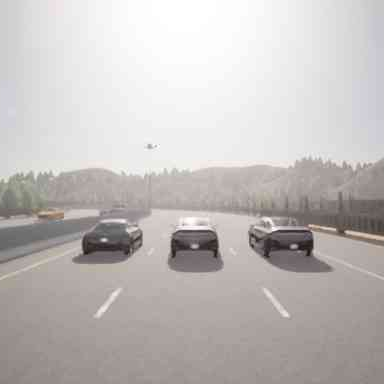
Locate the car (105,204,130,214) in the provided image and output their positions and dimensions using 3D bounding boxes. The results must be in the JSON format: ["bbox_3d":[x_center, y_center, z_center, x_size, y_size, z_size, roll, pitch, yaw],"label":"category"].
[{"bbox_3d":[-10.599,2.713,48.970,2.150,2.045,5.566,0,-2,0],"label":"car"}]

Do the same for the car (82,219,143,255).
[{"bbox_3d":[-3.398,1.891,14.881,1.994,1.385,4.181,0,-2,0],"label":"car"}]

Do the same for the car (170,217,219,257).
[{"bbox_3d":[0.102,1.796,14.216,2.128,1.511,4.902,0,-2,0],"label":"car"}]

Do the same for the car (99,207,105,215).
[{"bbox_3d":[-14.348,3.253,56.372,1.837,1.490,4.892,0,-2,-3],"label":"car"}]

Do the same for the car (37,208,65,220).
[{"bbox_3d":[-17.582,2.723,41.755,1.882,1.535,5.008,0,-2,0],"label":"car"}]

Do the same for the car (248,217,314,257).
[{"bbox_3d":[3.602,1.795,14.185,2.128,1.511,4.902,0,-2,0],"label":"car"}]
